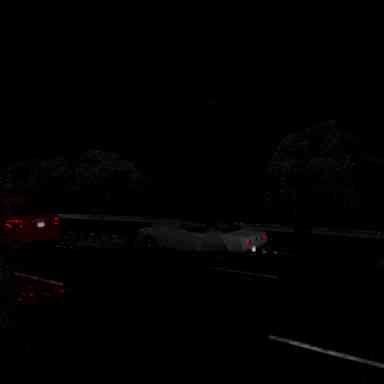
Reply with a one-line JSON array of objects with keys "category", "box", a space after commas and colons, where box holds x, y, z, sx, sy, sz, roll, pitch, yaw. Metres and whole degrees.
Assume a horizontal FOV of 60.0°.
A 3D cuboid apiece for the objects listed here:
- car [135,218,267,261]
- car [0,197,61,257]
[{"category": "car", "box": [0.193, 1.586, 12.174, 4.718, 1.301, 1.895, 0, 0, 33]}, {"category": "car", "box": [-7.508, 1.215, 12.887, 5.566, 2.045, 2.150, 0, 0, 31]}]
